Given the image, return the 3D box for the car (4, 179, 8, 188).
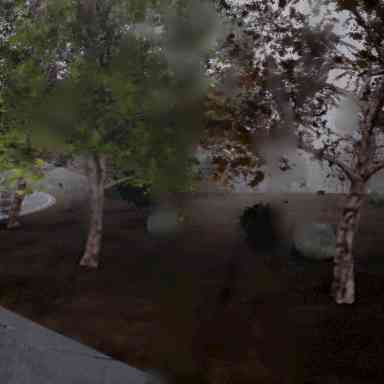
[{"bbox_3d":[-24.465,-1.243,41.509,4.674,1.442,1.812,5,3,30],"label":"car"}]
